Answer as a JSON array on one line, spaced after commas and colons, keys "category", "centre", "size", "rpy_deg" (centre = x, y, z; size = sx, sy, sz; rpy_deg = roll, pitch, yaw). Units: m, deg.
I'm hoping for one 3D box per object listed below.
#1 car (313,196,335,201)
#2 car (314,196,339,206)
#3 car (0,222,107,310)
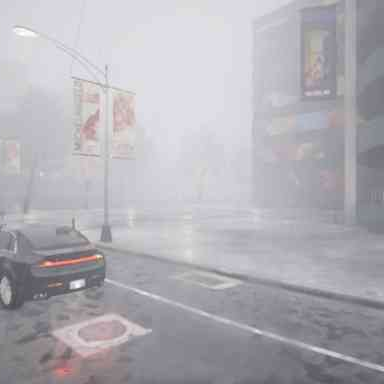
[{"category": "car", "centre": [16.406, 1.299, 42.309], "size": [2.002, 1.452, 4.674], "rpy_deg": [0, 0, 44]}, {"category": "car", "centre": [21.883, 1.388, 53.961], "size": [2.161, 1.482, 4.786], "rpy_deg": [0, 0, 44]}, {"category": "car", "centre": [-3.936, 1.493, 7.937], "size": [4.892, 1.490, 1.837], "rpy_deg": [0, 0, 43]}]
